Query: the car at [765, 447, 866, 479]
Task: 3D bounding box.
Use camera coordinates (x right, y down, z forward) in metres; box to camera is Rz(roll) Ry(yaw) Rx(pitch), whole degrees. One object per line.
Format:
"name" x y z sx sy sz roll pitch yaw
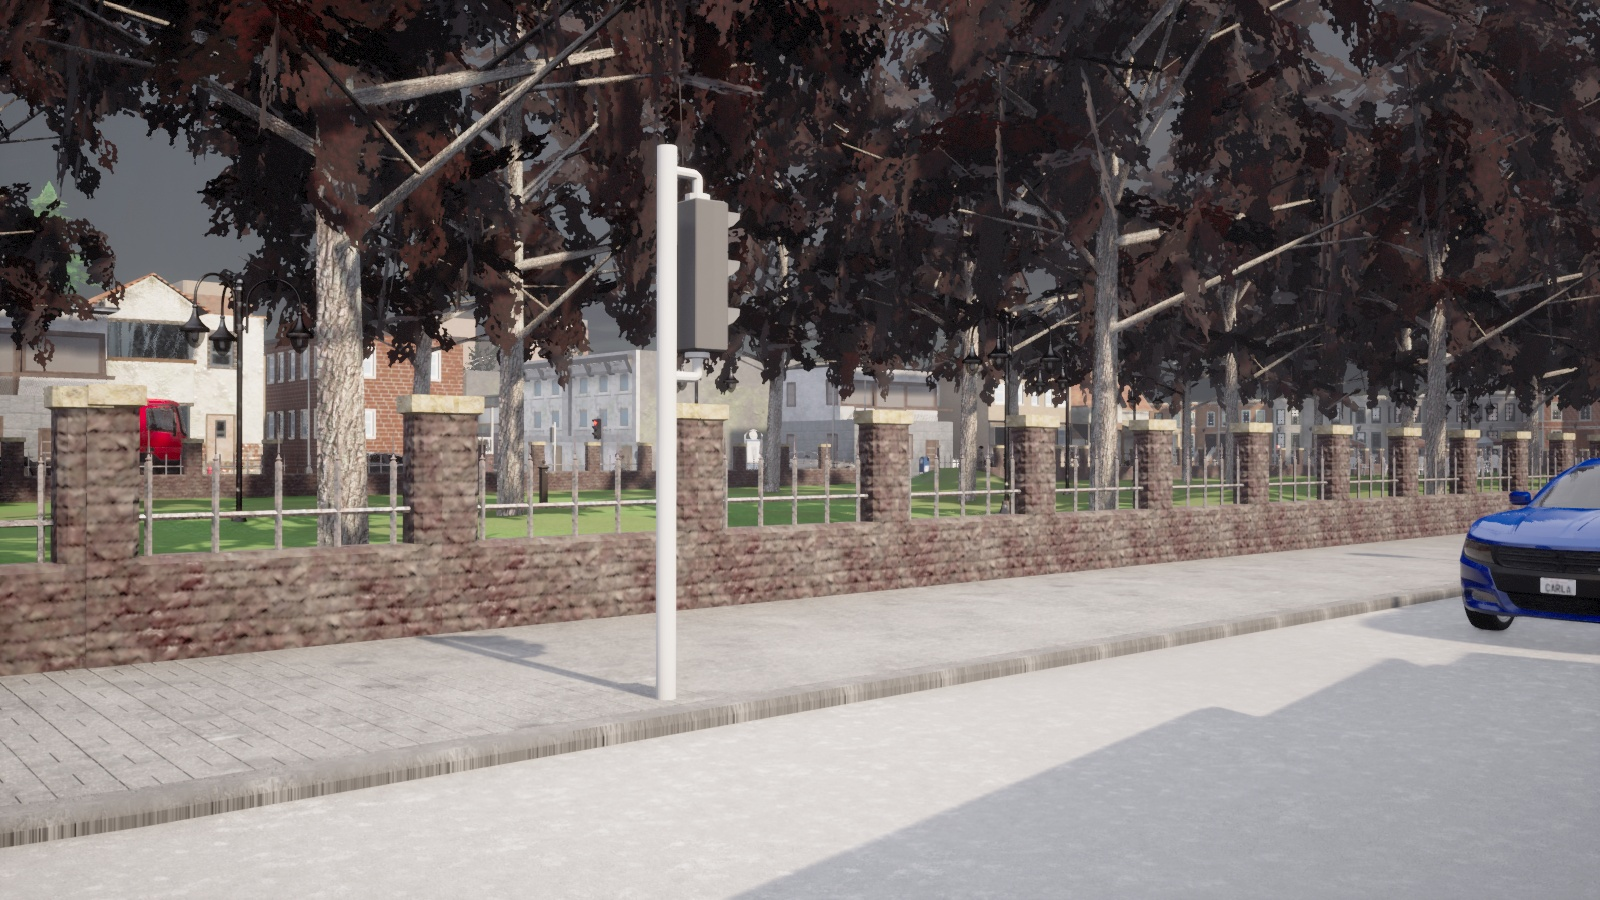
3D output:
"car" 0.779 0.683 66.072 5.027 1.651 2.152 0 0 -7

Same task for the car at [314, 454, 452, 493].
"car" -16.541 0.907 49.950 4.892 1.490 1.837 0 0 -43

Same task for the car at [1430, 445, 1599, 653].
"car" 7.637 0.733 11.085 5.008 1.535 1.882 0 0 -40

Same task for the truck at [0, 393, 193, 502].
"truck" -25.175 -0.080 42.380 7.936 3.462 2.891 0 0 -45
